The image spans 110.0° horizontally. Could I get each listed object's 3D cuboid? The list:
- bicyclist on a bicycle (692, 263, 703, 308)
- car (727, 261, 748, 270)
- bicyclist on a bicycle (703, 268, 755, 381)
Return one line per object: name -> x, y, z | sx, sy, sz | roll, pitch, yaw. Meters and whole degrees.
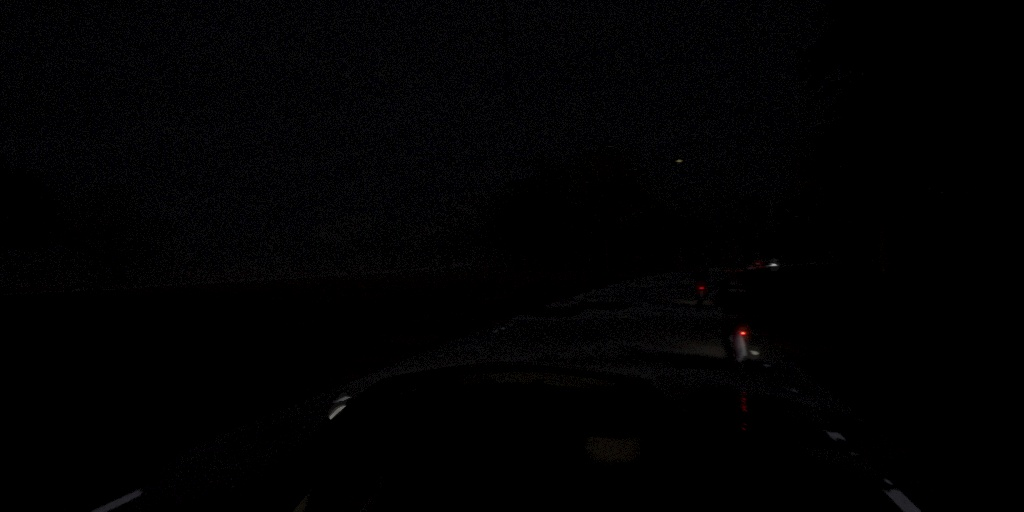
bicyclist on a bicycle -> 7.548, 1.142, 14.328 | 0.659, 1.776, 1.843 | -1, 0, 26
car -> 33.213, 1.311, 52.807 | 1.895, 1.301, 4.718 | -1, -1, 43
bicyclist on a bicycle -> 3.876, 1.119, 6.279 | 0.659, 1.776, 1.843 | -1, 0, 23
